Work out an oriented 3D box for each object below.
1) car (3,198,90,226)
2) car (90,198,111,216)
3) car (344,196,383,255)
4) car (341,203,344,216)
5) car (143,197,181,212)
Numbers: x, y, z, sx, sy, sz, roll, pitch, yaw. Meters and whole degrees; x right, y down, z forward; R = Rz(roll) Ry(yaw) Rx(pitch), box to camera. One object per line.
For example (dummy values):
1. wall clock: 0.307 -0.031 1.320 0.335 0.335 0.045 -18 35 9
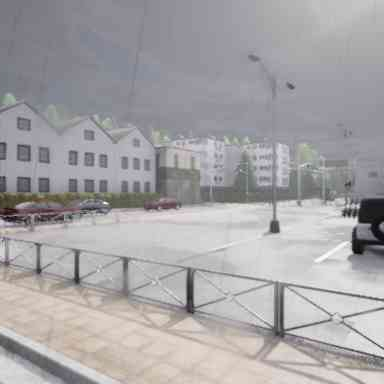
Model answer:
1. car: -9.493 1.289 21.673 1.882 1.535 5.008 0 0 37
2. car: -9.109 1.303 28.135 2.128 1.511 4.902 0 0 35
3. car: 6.600 1.077 11.170 1.905 1.878 3.866 0 0 35
4. car: 13.911 1.298 27.890 2.007 1.523 4.514 0 0 35
5. car: -3.186 1.289 36.492 1.882 1.535 5.008 0 0 35
